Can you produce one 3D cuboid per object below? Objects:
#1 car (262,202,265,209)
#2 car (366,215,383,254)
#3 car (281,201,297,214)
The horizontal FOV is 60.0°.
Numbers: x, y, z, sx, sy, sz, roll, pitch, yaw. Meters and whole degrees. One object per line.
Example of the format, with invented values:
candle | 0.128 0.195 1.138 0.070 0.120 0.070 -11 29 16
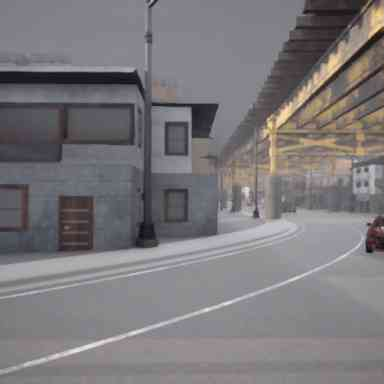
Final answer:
car | 20.503 3.494 89.566 2.150 2.045 5.566 0 -1 0
car | 8.571 1.698 14.046 1.882 1.535 5.008 0 -1 32
car | 15.914 2.616 56.156 2.150 2.045 5.566 0 -1 0
